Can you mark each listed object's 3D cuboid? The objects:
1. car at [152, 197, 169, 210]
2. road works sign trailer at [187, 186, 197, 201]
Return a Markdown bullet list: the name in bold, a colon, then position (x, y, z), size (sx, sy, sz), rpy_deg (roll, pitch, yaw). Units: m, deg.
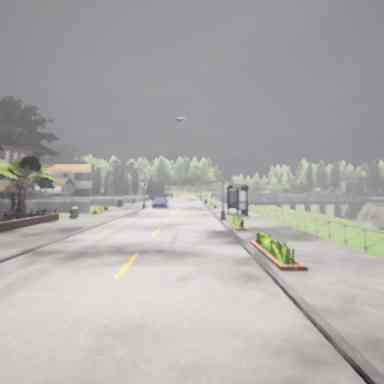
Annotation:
- **car**: position (-4.061, 1.411, 43.025), size (1.882, 1.535, 5.008), rpy_deg (0, 0, 0)
- **road works sign trailer**: position (0.043, 0.337, 82.603), size (2.380, 3.560, 2.880), rpy_deg (0, 0, 0)
